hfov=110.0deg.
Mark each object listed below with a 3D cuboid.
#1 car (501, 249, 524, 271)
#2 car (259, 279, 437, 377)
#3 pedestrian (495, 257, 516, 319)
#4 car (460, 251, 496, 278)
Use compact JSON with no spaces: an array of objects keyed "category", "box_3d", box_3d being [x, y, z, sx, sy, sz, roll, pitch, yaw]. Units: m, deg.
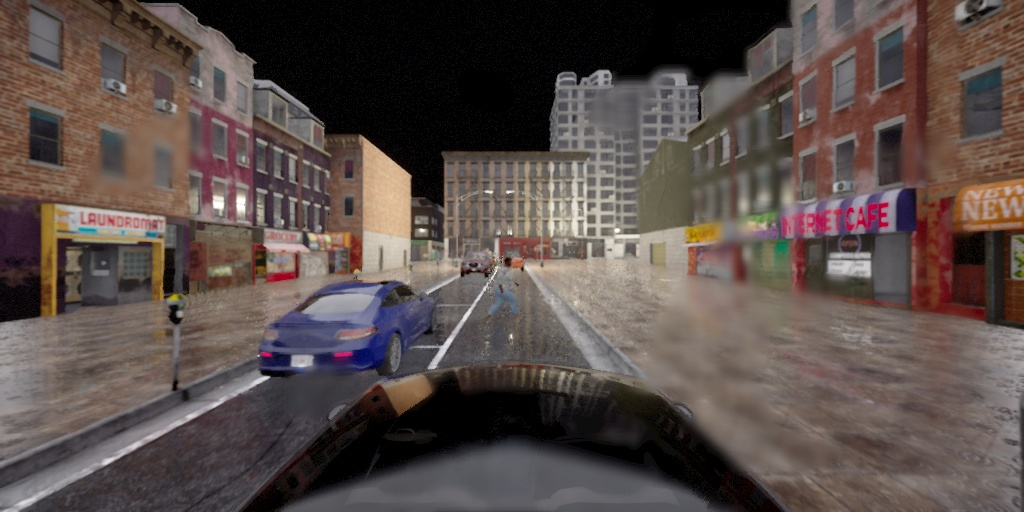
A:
[{"category":"car","box_3d":[0.077,0.453,33.690,2.097,1.767,4.553,0,1,0]},{"category":"car","box_3d":[-2.751,1.167,7.008,1.812,1.442,4.674,0,1,0]},{"category":"pedestrian","box_3d":[-0.180,0.875,9.860,0.375,1.860,0.375,-1,0,0]},{"category":"car","box_3d":[-2.640,0.552,26.859,2.192,1.841,5.009,0,0,0]}]
